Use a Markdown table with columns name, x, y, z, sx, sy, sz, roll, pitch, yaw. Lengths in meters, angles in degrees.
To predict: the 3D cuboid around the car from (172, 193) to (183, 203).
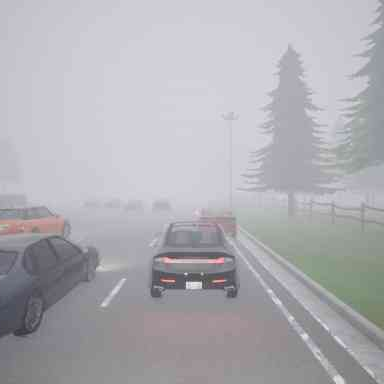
| name | x | y | z | sx | sy | sz | roll | pitch | yaw |
| --- | --- | --- | --- | --- | --- | --- | --- | --- | --- |
| car | -3.384 | 1.547 | 67.711 | 2.033 | 1.411 | 5.357 | 0 | 0 | 0 |

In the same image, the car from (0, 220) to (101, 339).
| name | x | y | z | sx | sy | sz | roll | pitch | yaw |
| --- | --- | --- | --- | --- | --- | --- | --- | --- | --- |
| car | -3.398 | 1.547 | 6.619 | 2.033 | 1.411 | 5.357 | 0 | 0 | 0 |

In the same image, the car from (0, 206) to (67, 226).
| name | x | y | z | sx | sy | sz | roll | pitch | yaw |
| --- | --- | --- | --- | --- | --- | --- | --- | --- | --- |
| car | -6.896 | 1.352 | 14.105 | 2.097 | 1.767 | 4.553 | 0 | 0 | 0 |

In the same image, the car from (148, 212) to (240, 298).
| name | x | y | z | sx | sy | sz | roll | pitch | yaw |
| --- | --- | --- | --- | --- | --- | --- | --- | --- | --- |
| car | 0.054 | 1.492 | 8.498 | 2.128 | 1.511 | 4.902 | 0 | 0 | 0 |

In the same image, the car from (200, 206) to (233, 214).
| name | x | y | z | sx | sy | sz | roll | pitch | yaw |
| --- | --- | --- | --- | --- | --- | --- | --- | --- | --- |
| car | 1.229 | 1.478 | 17.839 | 1.882 | 1.535 | 5.008 | 0 | 0 | 0 |

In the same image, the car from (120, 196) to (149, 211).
| name | x | y | z | sx | sy | sz | roll | pitch | yaw |
| --- | --- | --- | --- | --- | --- | --- | --- | --- | --- |
| car | -6.891 | 1.547 | 40.668 | 2.033 | 1.411 | 5.357 | 0 | 0 | 0 |

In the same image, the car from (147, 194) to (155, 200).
| name | x | y | z | sx | sy | sz | roll | pitch | yaw |
| --- | --- | --- | --- | --- | --- | --- | --- | --- | --- |
| car | -10.478 | 1.478 | 90.103 | 1.882 | 1.535 | 5.008 | 0 | 0 | 0 |

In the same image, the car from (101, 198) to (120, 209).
| name | x | y | z | sx | sy | sz | roll | pitch | yaw |
| --- | --- | --- | --- | --- | --- | --- | --- | --- | --- |
| car | -10.403 | 1.525 | 44.656 | 1.812 | 1.442 | 4.674 | 0 | 0 | 0 |

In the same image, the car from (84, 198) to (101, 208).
| name | x | y | z | sx | sy | sz | roll | pitch | yaw |
| --- | --- | --- | --- | --- | --- | --- | --- | --- | --- |
| car | -13.902 | 1.525 | 47.189 | 1.812 | 1.442 | 4.674 | 0 | 0 | 0 |

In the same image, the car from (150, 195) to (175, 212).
| name | x | y | z | sx | sy | sz | roll | pitch | yaw |
| --- | --- | --- | --- | --- | --- | --- | --- | --- | --- |
| car | -3.389 | 1.477 | 38.627 | 1.882 | 1.535 | 5.008 | 0 | 0 | 0 |
